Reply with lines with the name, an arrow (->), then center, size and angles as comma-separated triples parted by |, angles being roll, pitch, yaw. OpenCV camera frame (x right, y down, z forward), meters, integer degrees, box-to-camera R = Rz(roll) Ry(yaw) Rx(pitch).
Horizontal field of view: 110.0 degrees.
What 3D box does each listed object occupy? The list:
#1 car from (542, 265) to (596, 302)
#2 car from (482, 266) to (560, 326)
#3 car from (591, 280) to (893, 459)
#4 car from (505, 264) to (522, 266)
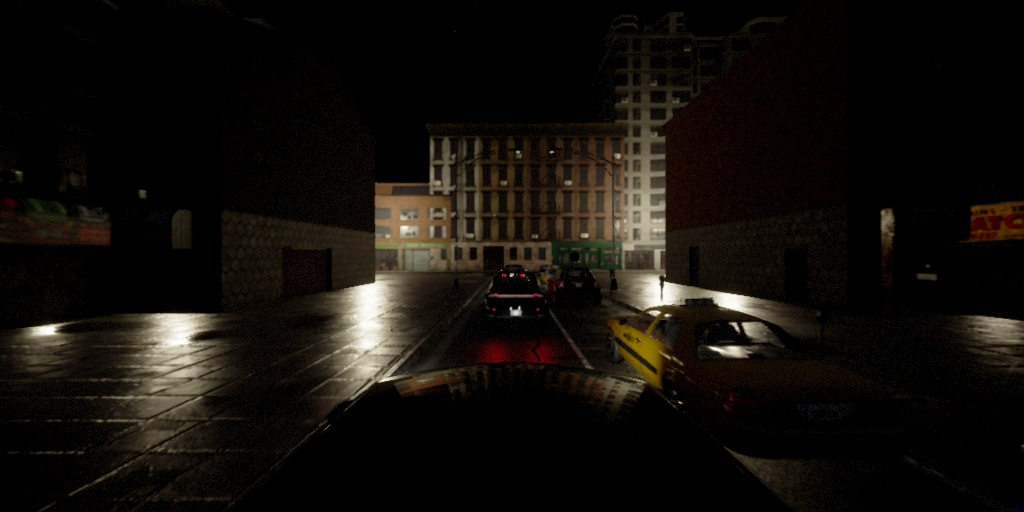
car -> 2.641, 1.189, 16.103 | 1.967, 1.591, 4.097 | 0, 0, 0
car -> 0.103, 1.242, 11.633 | 2.128, 1.511, 4.902 | 0, 0, 0
car -> 2.638, 1.275, 5.322 | 1.751, 1.417, 4.829 | 0, 0, 0
car -> 0.128, 1.295, 25.554 | 2.033, 1.411, 5.357 | 0, 0, 1
